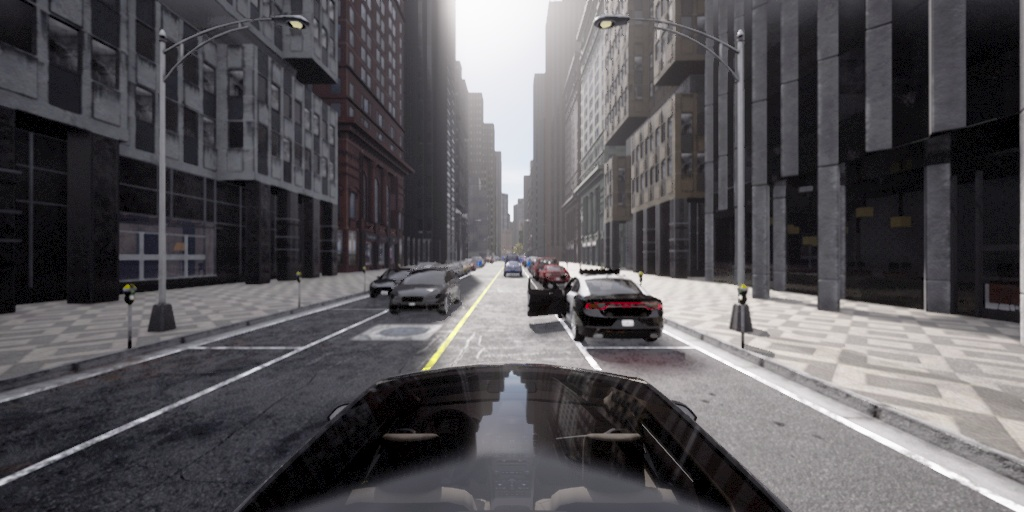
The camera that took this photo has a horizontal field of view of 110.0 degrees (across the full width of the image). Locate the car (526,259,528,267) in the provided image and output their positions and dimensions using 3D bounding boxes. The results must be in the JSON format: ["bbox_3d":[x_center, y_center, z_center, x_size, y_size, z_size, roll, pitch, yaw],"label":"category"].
[{"bbox_3d":[2.784,1.245,40.917,1.948,1.339,4.313,0,0,0],"label":"car"}]

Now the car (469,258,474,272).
[{"bbox_3d":[-5.741,1.205,40.740,1.751,1.417,4.829,0,0,0],"label":"car"}]

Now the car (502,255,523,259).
[{"bbox_3d":[0.062,0.886,49.822,2.150,2.045,5.566,0,0,1],"label":"car"}]

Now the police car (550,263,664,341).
[{"bbox_3d":[2.370,1.160,9.912,1.930,1.638,5.238,0,0,0],"label":"police car"}]

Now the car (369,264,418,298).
[{"bbox_3d":[-5.754,1.286,18.365,1.948,1.339,4.313,0,0,0],"label":"car"}]

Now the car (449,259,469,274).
[{"bbox_3d":[-5.744,1.240,35.274,2.007,1.370,4.403,0,0,0],"label":"car"}]

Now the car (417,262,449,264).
[{"bbox_3d":[-5.750,1.150,24.002,1.967,1.591,4.097,0,0,0],"label":"car"}]

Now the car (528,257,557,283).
[{"bbox_3d":[2.778,1.014,29.644,2.192,1.841,5.009,0,0,0],"label":"car"}]

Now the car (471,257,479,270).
[{"bbox_3d":[-5.738,1.109,46.546,1.967,1.591,4.097,0,0,0],"label":"car"}]

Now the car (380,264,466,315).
[{"bbox_3d":[-3.094,1.233,13.526,1.837,1.490,4.892,0,0,0],"label":"car"}]

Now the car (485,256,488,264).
[{"bbox_3d":[-5.728,1.165,63.285,1.751,1.417,4.829,0,0,0],"label":"car"}]

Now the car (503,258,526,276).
[{"bbox_3d":[0.095,1.235,36.409,2.033,1.411,5.357,0,0,0],"label":"car"}]

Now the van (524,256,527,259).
[{"bbox_3d":[2.788,1.010,46.553,1.690,1.789,3.998,0,0,0],"label":"van"}]

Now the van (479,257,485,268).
[{"bbox_3d":[-5.731,0.990,57.820,1.690,1.789,3.998,0,0,0],"label":"van"}]

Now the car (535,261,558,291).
[{"bbox_3d":[2.775,1.254,24.006,1.888,1.381,4.507,0,0,0],"label":"car"}]
